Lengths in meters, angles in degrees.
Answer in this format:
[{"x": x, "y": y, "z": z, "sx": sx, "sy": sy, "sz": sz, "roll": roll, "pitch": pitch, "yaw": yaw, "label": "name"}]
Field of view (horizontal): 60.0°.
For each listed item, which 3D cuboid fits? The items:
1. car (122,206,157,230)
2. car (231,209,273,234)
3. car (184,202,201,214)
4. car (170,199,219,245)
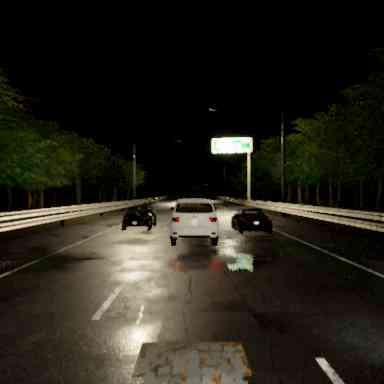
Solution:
[{"x": -3.405, "y": 1.680, "z": 22.011, "sx": 1.812, "sy": 1.442, "sz": 4.674, "roll": 0, "pitch": 0, "yaw": 0, "label": "car"}, {"x": 3.594, "y": 1.707, "z": 20.516, "sx": 1.994, "sy": 1.385, "sz": 4.181, "roll": 0, "pitch": 0, "yaw": 0, "label": "car"}, {"x": 0.076, "y": 1.871, "z": 39.791, "sx": 1.895, "sy": 1.301, "sz": 4.718, "roll": 0, "pitch": 0, "yaw": 0, "label": "car"}, {"x": 0.097, "y": 1.339, "z": 16.437, "sx": 2.150, "sy": 2.045, "sz": 5.566, "roll": 0, "pitch": 0, "yaw": 0, "label": "car"}]
